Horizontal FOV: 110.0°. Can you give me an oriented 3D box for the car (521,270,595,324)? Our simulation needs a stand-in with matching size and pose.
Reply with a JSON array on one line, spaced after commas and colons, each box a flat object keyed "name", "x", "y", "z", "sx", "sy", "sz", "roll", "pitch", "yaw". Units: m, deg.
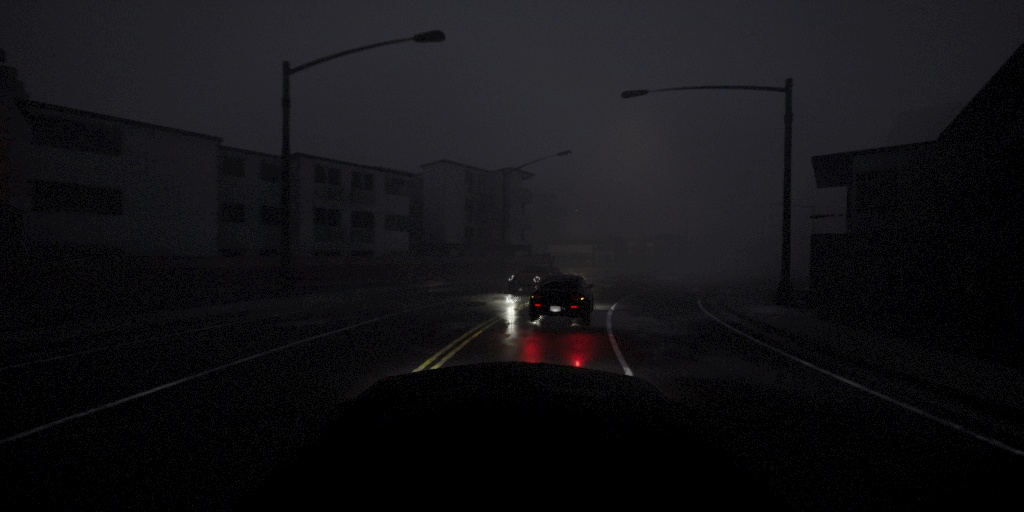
[{"name": "car", "x": 1.813, "y": 1.365, "z": 12.365, "sx": 1.812, "sy": 1.442, "sz": 4.674, "roll": 1, "pitch": -1, "yaw": 15}]

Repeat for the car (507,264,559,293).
[{"name": "car", "x": 1.532, "y": 1.298, "z": 21.524, "sx": 2.097, "sy": 1.767, "sz": 4.553, "roll": 1, "pitch": -1, "yaw": 28}]
